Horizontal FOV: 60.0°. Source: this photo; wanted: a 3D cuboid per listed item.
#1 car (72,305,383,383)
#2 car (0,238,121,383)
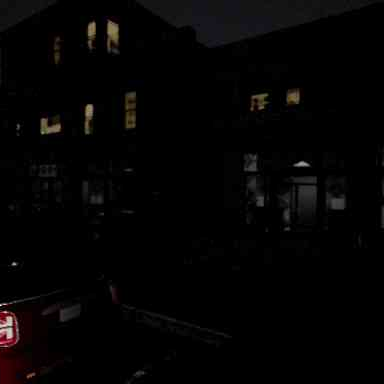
[{"bbox_3d":[1.538,1.565,1.785,4.313,1.339,1.947,0,1,35],"label":"car"},{"bbox_3d":[-2.998,1.419,4.979,4.097,1.590,1.967,0,1,35],"label":"car"}]
